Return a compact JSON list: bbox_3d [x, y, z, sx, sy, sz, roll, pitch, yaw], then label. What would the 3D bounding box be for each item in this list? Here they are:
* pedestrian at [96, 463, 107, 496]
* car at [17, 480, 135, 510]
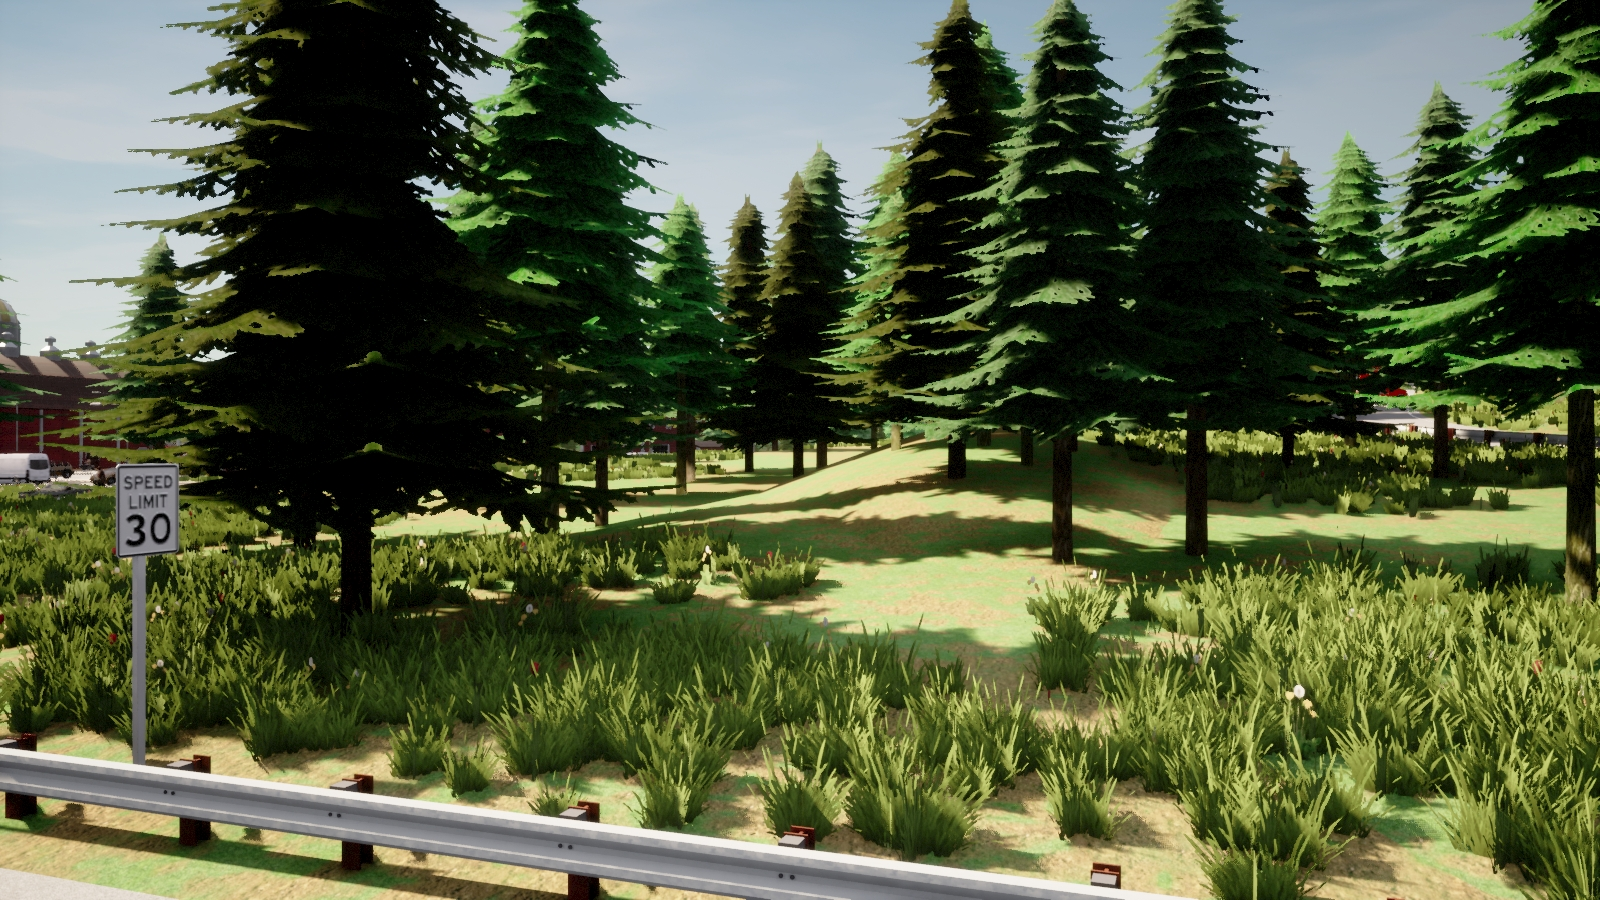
[{"bbox_3d":[-39.743,1.700,65.020,0.375,1.860,0.375,0,0,18],"label":"pedestrian"},{"bbox_3d":[-35.113,2.158,55.580,1.895,1.301,4.718,0,0,19],"label":"car"}]
